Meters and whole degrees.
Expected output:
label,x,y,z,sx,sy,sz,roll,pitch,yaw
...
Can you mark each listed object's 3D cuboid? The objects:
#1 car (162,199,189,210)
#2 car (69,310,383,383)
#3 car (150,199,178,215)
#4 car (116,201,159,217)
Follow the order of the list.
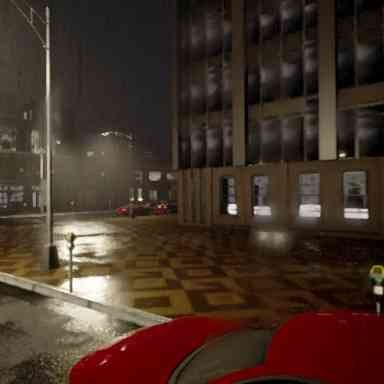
label,x,y,z,sx,sy,sz,roll,pitch,yaw
car,-2.480,1.819,50.952,1.967,1.590,4.097,-1,-1,36
car,0.994,1.546,2.171,4.507,1.381,1.887,0,-1,36
car,-2.305,1.679,37.065,1.967,1.590,4.097,-1,-1,36
car,-5.560,1.793,32.588,1.802,1.307,4.206,-1,-1,36
